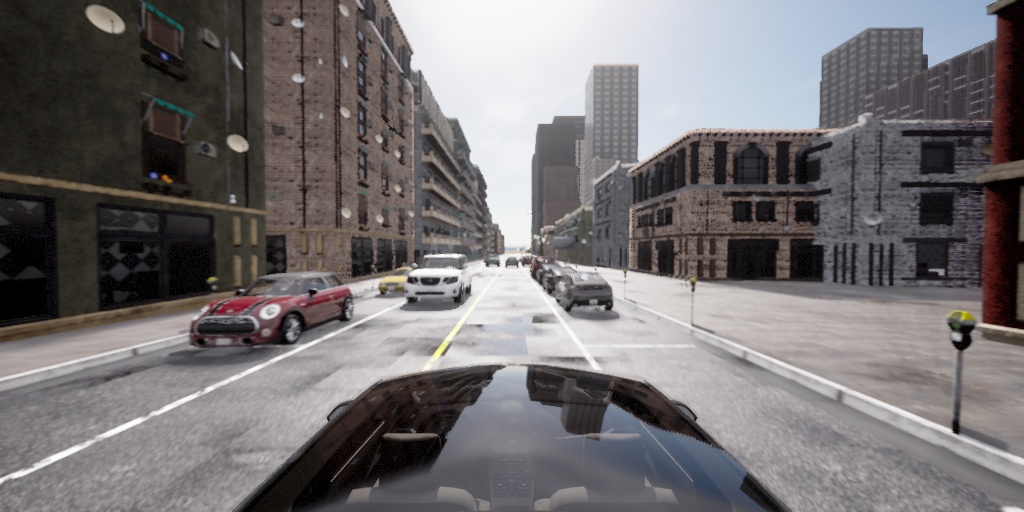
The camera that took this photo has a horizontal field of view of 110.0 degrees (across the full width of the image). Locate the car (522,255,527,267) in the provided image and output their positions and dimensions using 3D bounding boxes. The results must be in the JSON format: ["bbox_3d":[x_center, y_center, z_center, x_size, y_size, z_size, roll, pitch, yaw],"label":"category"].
[{"bbox_3d":[2.663,0.793,58.605,2.192,1.841,5.009,0,0,0],"label":"car"}]

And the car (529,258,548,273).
[{"bbox_3d":[3.005,1.041,41.766,1.882,1.535,5.008,0,0,0],"label":"car"}]

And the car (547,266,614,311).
[{"bbox_3d":[2.691,1.254,13.975,2.007,1.370,4.403,0,0,0],"label":"car"}]

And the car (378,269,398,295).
[{"bbox_3d":[-5.689,1.195,19.327,1.751,1.417,4.829,0,0,0],"label":"car"}]

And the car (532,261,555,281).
[{"bbox_3d":[2.659,1.208,25.126,1.948,1.339,4.313,0,0,0],"label":"car"}]

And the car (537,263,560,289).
[{"bbox_3d":[2.659,1.234,19.547,1.948,1.339,4.313,0,0,0],"label":"car"}]

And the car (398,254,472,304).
[{"bbox_3d":[-3.099,0.906,16.238,2.150,2.045,5.566,0,0,0],"label":"car"}]

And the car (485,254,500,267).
[{"bbox_3d":[-3.044,0.708,57.173,2.150,2.045,5.566,0,0,1],"label":"car"}]

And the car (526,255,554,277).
[{"bbox_3d":[2.660,0.931,30.706,2.192,1.841,5.009,0,0,0],"label":"car"}]

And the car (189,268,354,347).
[{"bbox_3d":[-5.691,1.157,9.074,1.967,1.591,4.097,0,0,0],"label":"car"}]

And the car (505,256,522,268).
[{"bbox_3d":[0.008,0.850,54.669,2.097,1.767,4.553,0,0,0],"label":"car"}]
